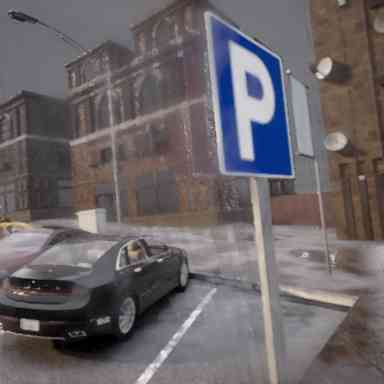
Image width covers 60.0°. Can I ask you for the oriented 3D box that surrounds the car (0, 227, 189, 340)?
[{"bbox_3d":[-1.482,1.556,6.785,2.231,1.521,4.892,-1,-1,17],"label":"car"}]

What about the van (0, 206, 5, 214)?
[{"bbox_3d":[-8.790,1.479,12.341,1.878,1.987,4.442,-1,-1,17],"label":"van"}]

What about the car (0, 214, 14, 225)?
[{"bbox_3d":[-6.422,1.647,10.234,1.946,1.575,5.366,0,-1,17],"label":"car"}]

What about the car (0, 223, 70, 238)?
[{"bbox_3d":[-3.921,1.644,8.602,2.002,1.452,4.674,0,-1,17],"label":"car"}]
